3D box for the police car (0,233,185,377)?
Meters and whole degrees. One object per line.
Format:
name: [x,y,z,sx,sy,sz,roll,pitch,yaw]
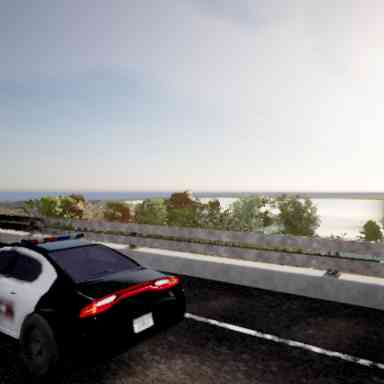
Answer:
police car: [-2.589,1.524,5.728,4.974,1.542,2.038,0,0,36]
